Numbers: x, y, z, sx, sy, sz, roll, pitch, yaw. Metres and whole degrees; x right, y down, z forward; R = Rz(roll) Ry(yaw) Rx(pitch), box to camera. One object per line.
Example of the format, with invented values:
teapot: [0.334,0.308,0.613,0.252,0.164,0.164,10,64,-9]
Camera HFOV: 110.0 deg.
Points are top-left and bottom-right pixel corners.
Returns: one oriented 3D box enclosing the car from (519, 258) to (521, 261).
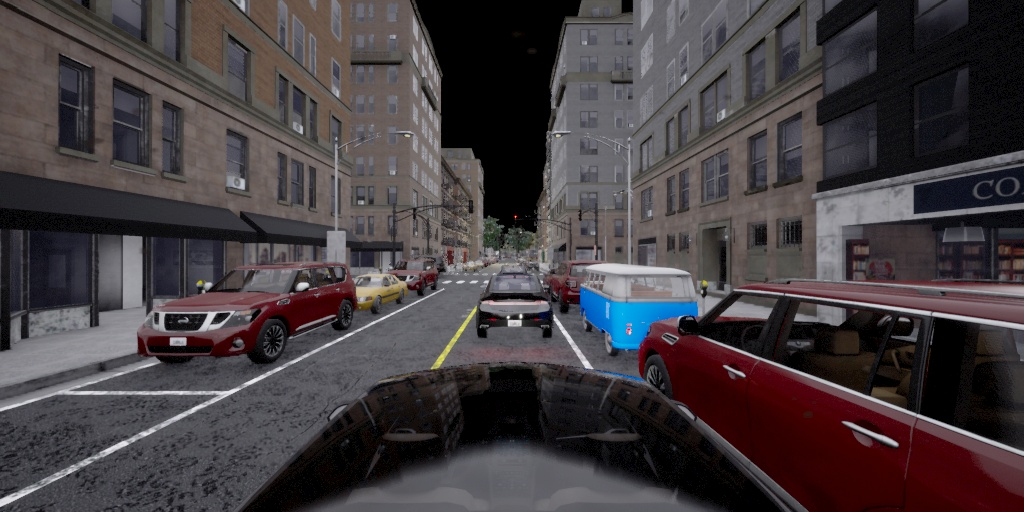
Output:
car: [2.654,1.299,57.635,2.007,1.370,4.403,0,0,0]

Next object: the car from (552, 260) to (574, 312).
car: [2.641,1.064,13.984,2.192,1.841,5.009,0,0,0]

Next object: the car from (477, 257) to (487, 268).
car: [-5.395,1.274,57.467,1.751,1.417,4.829,0,0,0]

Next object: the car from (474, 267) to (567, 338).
car: [0.075,1.242,10.178,2.128,1.511,4.902,0,0,0]

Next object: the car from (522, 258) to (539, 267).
car: [2.651,1.298,46.671,2.007,1.370,4.403,0,0,0]

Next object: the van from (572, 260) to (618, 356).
van: [2.639,1.091,8.305,1.690,1.789,3.998,0,0,0]

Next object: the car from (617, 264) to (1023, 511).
car: [2.638,1.065,2.626,2.192,1.841,5.009,0,0,0]

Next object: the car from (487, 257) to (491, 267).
car: [-5.392,1.063,63.119,2.192,1.841,5.009,0,0,0]

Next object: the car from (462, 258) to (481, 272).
car: [-5.403,1.273,46.504,1.751,1.417,4.829,0,0,0]

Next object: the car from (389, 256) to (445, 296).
car: [-5.396,1.064,19.666,2.192,1.841,5.009,0,0,0]

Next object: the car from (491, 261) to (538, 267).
car: [0.074,1.241,20.229,2.128,1.511,4.902,0,0,-1]

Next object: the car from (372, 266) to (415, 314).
car: [-5.397,1.275,13.817,1.751,1.417,4.829,0,0,0]

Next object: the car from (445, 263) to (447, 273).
car: [-9.174,1.007,34.789,5.566,2.045,2.150,0,0,0]

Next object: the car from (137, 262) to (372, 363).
car: [-5.397,1.065,8.310,2.192,1.841,5.009,0,0,0]
